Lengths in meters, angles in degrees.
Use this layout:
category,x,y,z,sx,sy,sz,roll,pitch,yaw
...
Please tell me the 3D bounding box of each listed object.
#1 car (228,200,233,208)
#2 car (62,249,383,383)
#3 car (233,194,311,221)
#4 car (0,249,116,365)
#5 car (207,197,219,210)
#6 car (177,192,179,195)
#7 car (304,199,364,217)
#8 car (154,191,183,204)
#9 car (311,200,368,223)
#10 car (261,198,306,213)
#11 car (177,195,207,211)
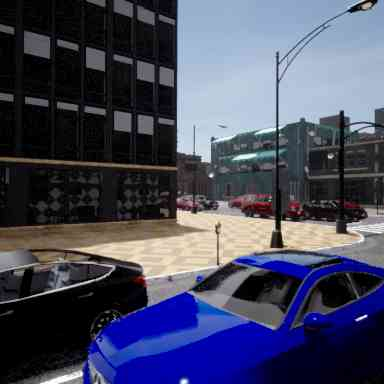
category,x,y,z,sx,sy,sz,roll,pitch,yaw
car,6.034,1.130,38.690,1.967,1.590,4.097,1,0,-36
car,1.092,1.526,4.109,4.674,1.442,1.812,0,0,-35
car,5.845,1.101,24.789,2.192,1.841,5.009,1,0,-36
car,-2.688,1.566,4.636,4.313,1.339,1.947,0,0,-35
car,0.936,1.156,35.835,1.837,1.490,4.892,0,1,-36
car,-0.530,1.101,47.632,2.008,1.369,4.403,1,0,-36
car,12.595,1.371,29.747,1.887,1.381,4.507,1,0,-36
car,-3.806,0.794,52.103,2.192,1.841,5.009,1,0,-36
car,9.907,1.343,23.862,1.837,1.490,4.892,0,0,-39
car,9.314,1.340,34.218,1.802,1.307,4.206,1,0,-36
car,-0.724,1.231,33.732,1.802,1.307,4.206,1,0,-36
